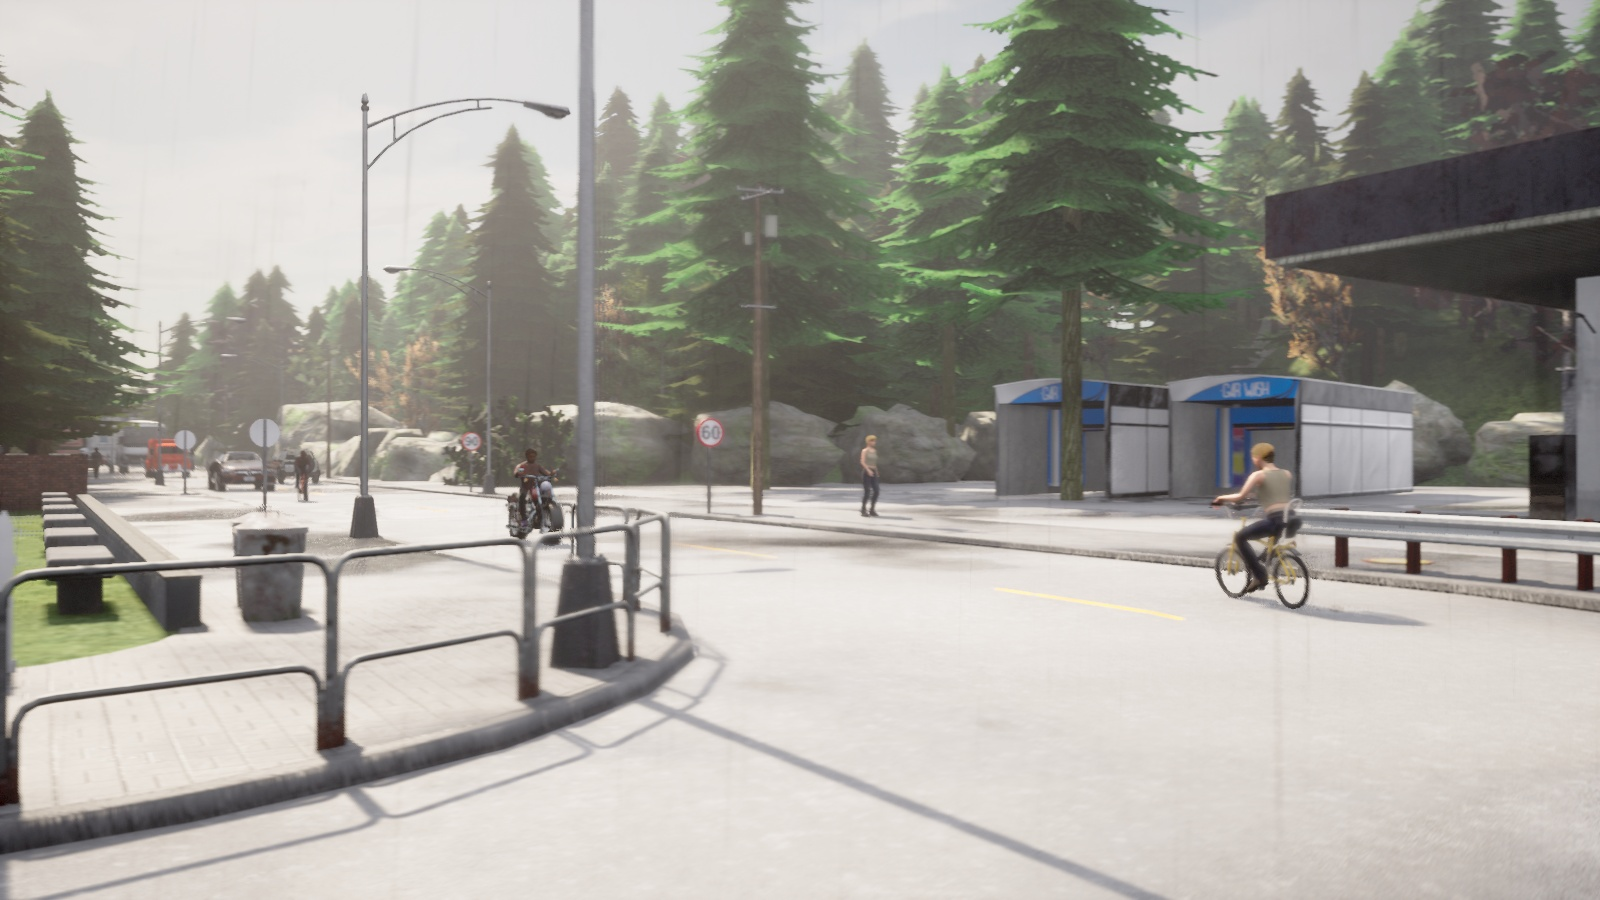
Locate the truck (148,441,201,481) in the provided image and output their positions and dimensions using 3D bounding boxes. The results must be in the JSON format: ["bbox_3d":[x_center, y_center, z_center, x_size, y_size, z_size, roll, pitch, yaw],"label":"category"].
[{"bbox_3d":[-40.071,0.722,80.381,2.627,2.467,5.204,0,0,-31],"label":"truck"}]

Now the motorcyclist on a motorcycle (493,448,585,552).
[{"bbox_3d":[-4.395,0.793,21.016,0.766,1.649,2.350,0,0,-31],"label":"motorcyclist on a motorcycle"}]

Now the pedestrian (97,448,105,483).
[{"bbox_3d":[-39.481,0.877,70.913,0.396,1.930,0.692,0,0,-27],"label":"pedestrian"}]

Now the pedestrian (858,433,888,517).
[{"bbox_3d":[1.615,0.556,27.809,0.345,1.836,0.594,0,0,-42],"label":"pedestrian"}]

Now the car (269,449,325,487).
[{"bbox_3d":[-25.865,0.908,64.479,1.932,1.855,4.605,0,0,-31],"label":"car"}]

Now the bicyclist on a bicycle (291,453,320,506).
[{"bbox_3d":[-15.611,0.910,39.652,0.582,1.620,1.656,0,0,-31],"label":"bicyclist on a bicycle"}]

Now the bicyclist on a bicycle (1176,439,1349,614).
[{"bbox_3d":[4.576,0.714,12.547,0.866,1.612,1.509,-2,0,-15],"label":"bicyclist on a bicycle"}]

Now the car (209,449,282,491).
[{"bbox_3d":[-22.890,0.810,51.748,2.152,1.651,5.027,0,0,-31],"label":"car"}]
